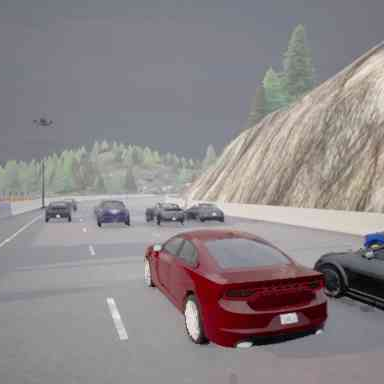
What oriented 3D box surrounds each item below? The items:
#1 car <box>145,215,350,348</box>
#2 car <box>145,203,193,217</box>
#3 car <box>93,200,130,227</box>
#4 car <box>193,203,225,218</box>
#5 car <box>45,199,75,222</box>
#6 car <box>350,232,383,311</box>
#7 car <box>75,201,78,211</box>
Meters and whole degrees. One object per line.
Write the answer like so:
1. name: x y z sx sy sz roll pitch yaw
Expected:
1. car: 0.390 1.477 6.583 1.882 1.535 5.008 0 0 -20
2. car: -1.968 1.491 23.239 2.128 1.511 4.902 0 0 -20
3. car: -5.706 1.351 23.284 2.097 1.767 4.553 0 0 -20
4. car: 0.899 1.564 25.596 1.994 1.385 4.181 0 0 -20
5. car: -10.667 1.506 26.795 1.837 1.490 4.892 0 0 -19
6. car: 4.259 1.564 6.191 1.994 1.385 4.181 0 0 -20
7. car: -14.781 1.526 39.826 1.812 1.442 4.674 0 0 -16
